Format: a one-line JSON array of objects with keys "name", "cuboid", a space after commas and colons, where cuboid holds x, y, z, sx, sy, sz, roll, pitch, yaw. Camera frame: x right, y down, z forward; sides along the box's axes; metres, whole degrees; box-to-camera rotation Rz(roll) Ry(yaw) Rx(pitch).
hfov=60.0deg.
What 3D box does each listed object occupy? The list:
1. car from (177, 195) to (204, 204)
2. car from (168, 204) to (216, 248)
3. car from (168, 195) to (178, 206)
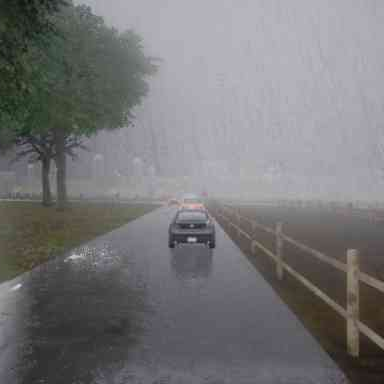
[{"name": "car", "cuboid": [0.000, 1.340, 29.623, 2.097, 1.767, 4.553, 0, 0, 0]}, {"name": "car", "cuboid": [0.000, 1.508, 14.652, 1.837, 1.490, 4.892, 0, 0, 0]}, {"name": "car", "cuboid": [-2.750, 1.324, 53.686, 2.097, 1.767, 4.553, 0, 0, 0]}]
